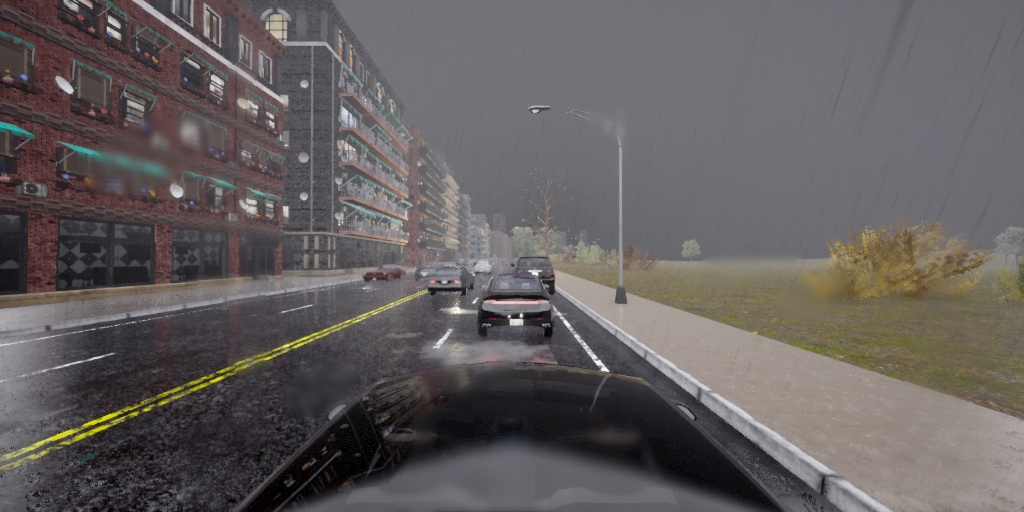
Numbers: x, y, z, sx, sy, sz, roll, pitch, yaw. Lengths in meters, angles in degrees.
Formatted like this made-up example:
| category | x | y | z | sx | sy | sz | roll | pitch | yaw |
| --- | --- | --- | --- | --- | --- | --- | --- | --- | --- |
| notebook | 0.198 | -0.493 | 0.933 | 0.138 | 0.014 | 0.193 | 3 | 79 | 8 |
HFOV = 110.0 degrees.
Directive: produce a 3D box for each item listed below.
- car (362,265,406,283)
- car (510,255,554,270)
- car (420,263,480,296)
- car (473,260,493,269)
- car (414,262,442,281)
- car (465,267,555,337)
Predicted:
| category | x | y | z | sx | sy | sz | roll | pitch | yaw |
| --- | --- | --- | --- | --- | --- | --- | --- | --- | --- |
| car | -9.875 | 1.353 | 27.935 | 1.895 | 1.301 | 4.718 | 0 | 0 | 0 |
| car | 1.120 | 0.977 | 20.174 | 2.150 | 2.045 | 5.566 | 0 | 0 | 0 |
| car | -3.167 | 1.299 | 19.515 | 2.033 | 1.411 | 5.357 | 0 | 0 | 1 |
| car | -3.193 | 1.277 | 40.248 | 1.812 | 1.442 | 4.674 | 0 | 0 | 0 |
| car | -6.627 | 1.244 | 29.497 | 2.128 | 1.511 | 4.902 | 0 | 0 | 0 |
| car | 0.092 | 1.243 | 10.303 | 2.128 | 1.511 | 4.902 | 0 | 0 | 0 |
